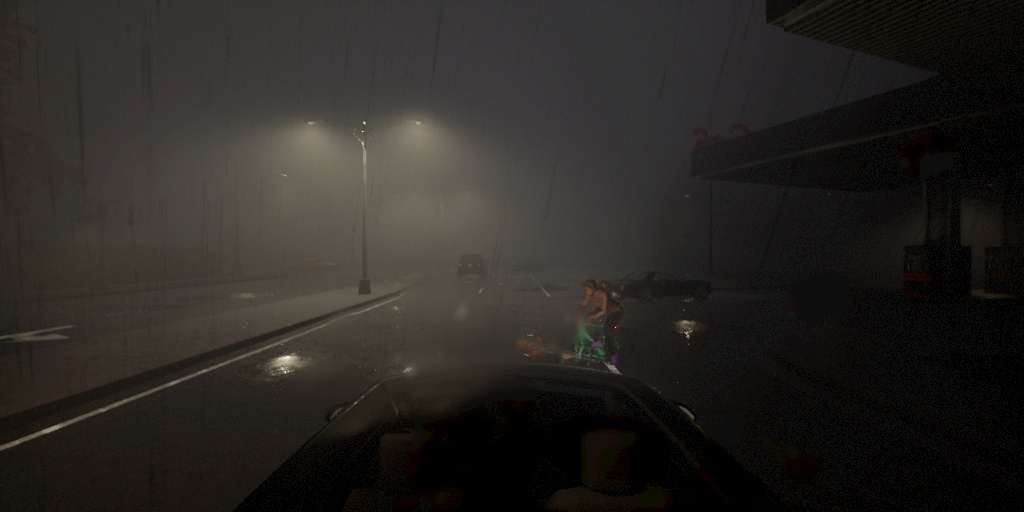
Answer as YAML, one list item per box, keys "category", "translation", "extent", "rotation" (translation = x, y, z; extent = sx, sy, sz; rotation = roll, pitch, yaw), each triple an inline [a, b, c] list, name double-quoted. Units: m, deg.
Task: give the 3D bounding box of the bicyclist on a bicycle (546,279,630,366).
- category: "bicyclist on a bicycle"
  translation: [1.467, 1.207, 6.172]
  extent: [1.656, 1.620, 0.582]
  rotation: [-5, 6, -32]

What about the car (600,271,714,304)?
- category: "car"
  translation: [6.339, 1.288, 15.602]
  extent: [4.718, 1.301, 1.895]
  rotation: [0, 0, -19]

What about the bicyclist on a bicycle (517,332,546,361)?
- category: "bicyclist on a bicycle"
  translation: [0.779, 1.688, 6.404]
  extent: [1.656, 0.582, 1.620]
  rotation: [21, -16, -35]

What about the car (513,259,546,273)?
- category: "car"
  translation: [1.935, 1.072, 38.997]
  extent: [2.128, 1.511, 4.902]
  rotation: [-1, 0, 32]

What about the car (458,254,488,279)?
- category: "car"
  translation: [-3.350, 0.837, 31.269]
  extent: [2.150, 2.045, 5.566]
  rotation: [0, 0, 0]

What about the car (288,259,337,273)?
- category: "car"
  translation: [-22.322, 1.052, 40.221]
  extent: [5.008, 1.535, 1.882]
  rotation: [0, 0, 1]
